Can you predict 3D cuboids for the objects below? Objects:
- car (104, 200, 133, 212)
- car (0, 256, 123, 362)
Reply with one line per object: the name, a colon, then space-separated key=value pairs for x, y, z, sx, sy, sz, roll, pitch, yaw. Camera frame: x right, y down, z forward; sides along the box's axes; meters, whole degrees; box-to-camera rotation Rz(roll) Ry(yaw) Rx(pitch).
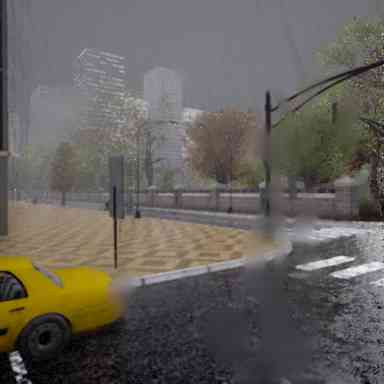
car: x=-8.216 y=1.462 z=36.749 sx=1.812 sy=1.442 sz=4.674 roll=-1 pitch=0 yaw=-34
car: x=-3.359 y=1.529 z=4.320 sx=4.829 sy=1.417 sz=1.752 roll=-1 pitch=1 yaw=-36
